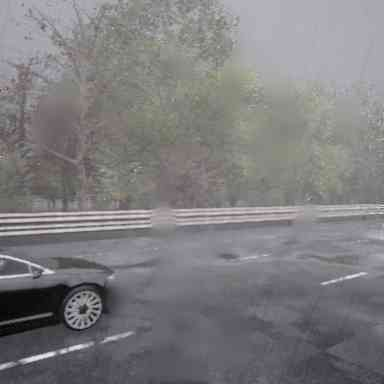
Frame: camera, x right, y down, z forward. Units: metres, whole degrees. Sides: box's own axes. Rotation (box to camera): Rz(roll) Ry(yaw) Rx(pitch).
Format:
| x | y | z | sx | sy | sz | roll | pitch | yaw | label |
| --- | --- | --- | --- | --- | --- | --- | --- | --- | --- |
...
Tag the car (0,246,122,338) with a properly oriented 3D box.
| x | y | z | sx | sy | sz | roll | pitch | yaw | label |
| --- | --- | --- | --- | --- | --- | --- | --- | --- | --- |
| -3.421 | 1.501 | 5.032 | 4.902 | 1.511 | 2.128 | 2 | -1 | -43 | car |
